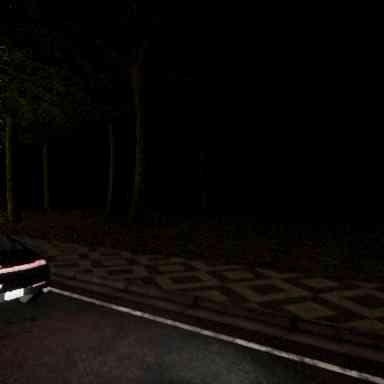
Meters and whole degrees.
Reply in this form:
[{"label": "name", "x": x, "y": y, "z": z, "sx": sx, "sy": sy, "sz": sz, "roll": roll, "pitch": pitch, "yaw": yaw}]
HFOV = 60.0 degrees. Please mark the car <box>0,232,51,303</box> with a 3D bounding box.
[{"label": "car", "x": -5.036, "y": 1.583, "z": 7.158, "sx": 4.902, "sy": 1.511, "sz": 2.128, "roll": -1, "pitch": 0, "yaw": 36}]
